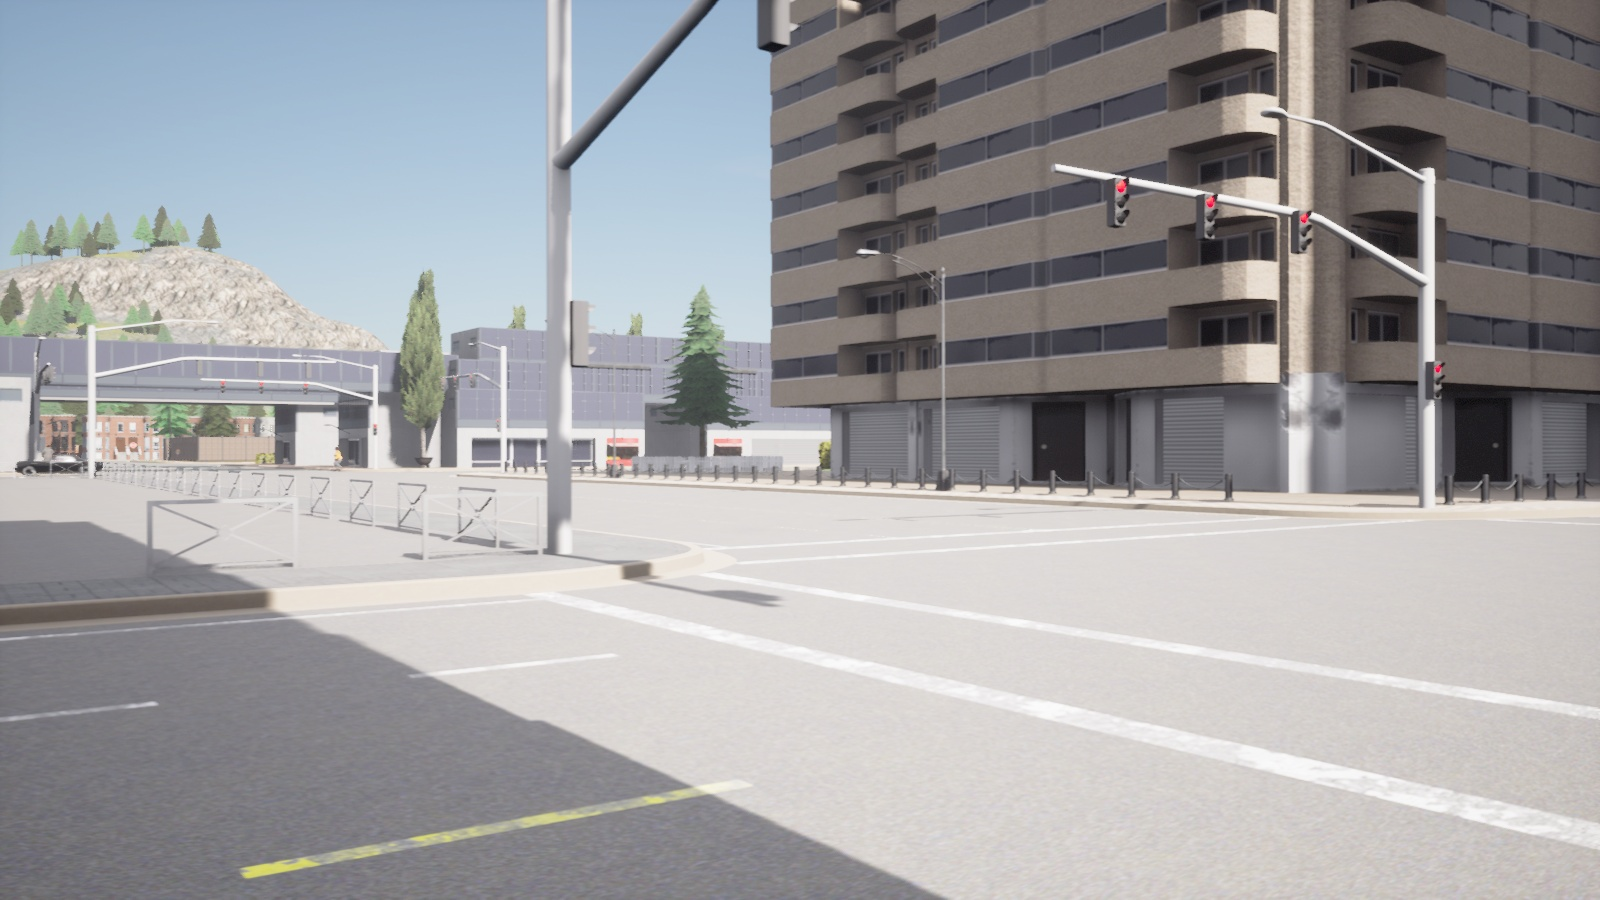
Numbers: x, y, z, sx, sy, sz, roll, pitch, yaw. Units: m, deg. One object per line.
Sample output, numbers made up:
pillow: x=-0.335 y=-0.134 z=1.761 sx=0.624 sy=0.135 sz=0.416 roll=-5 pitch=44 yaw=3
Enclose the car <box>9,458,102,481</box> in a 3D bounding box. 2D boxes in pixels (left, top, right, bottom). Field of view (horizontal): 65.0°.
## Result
car: x=-45.456 y=1.152 z=76.715 sx=4.718 sy=1.301 sz=1.895 roll=0 pitch=0 yaw=-35
